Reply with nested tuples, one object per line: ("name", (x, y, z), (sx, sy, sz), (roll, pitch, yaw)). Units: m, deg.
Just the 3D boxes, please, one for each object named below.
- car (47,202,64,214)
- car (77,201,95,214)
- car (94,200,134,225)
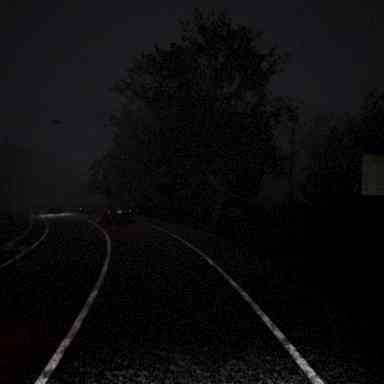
("car", (-17.587, 1.982, 42.850), (1.882, 1.535, 5.008), (-3, 1, -24))
("car", (-13.080, 1.820, 41.163), (2.128, 1.511, 4.902), (-3, 0, -25))
("car", (-5.939, 1.470, 25.595), (2.097, 1.767, 4.553), (-2, 0, -22))
